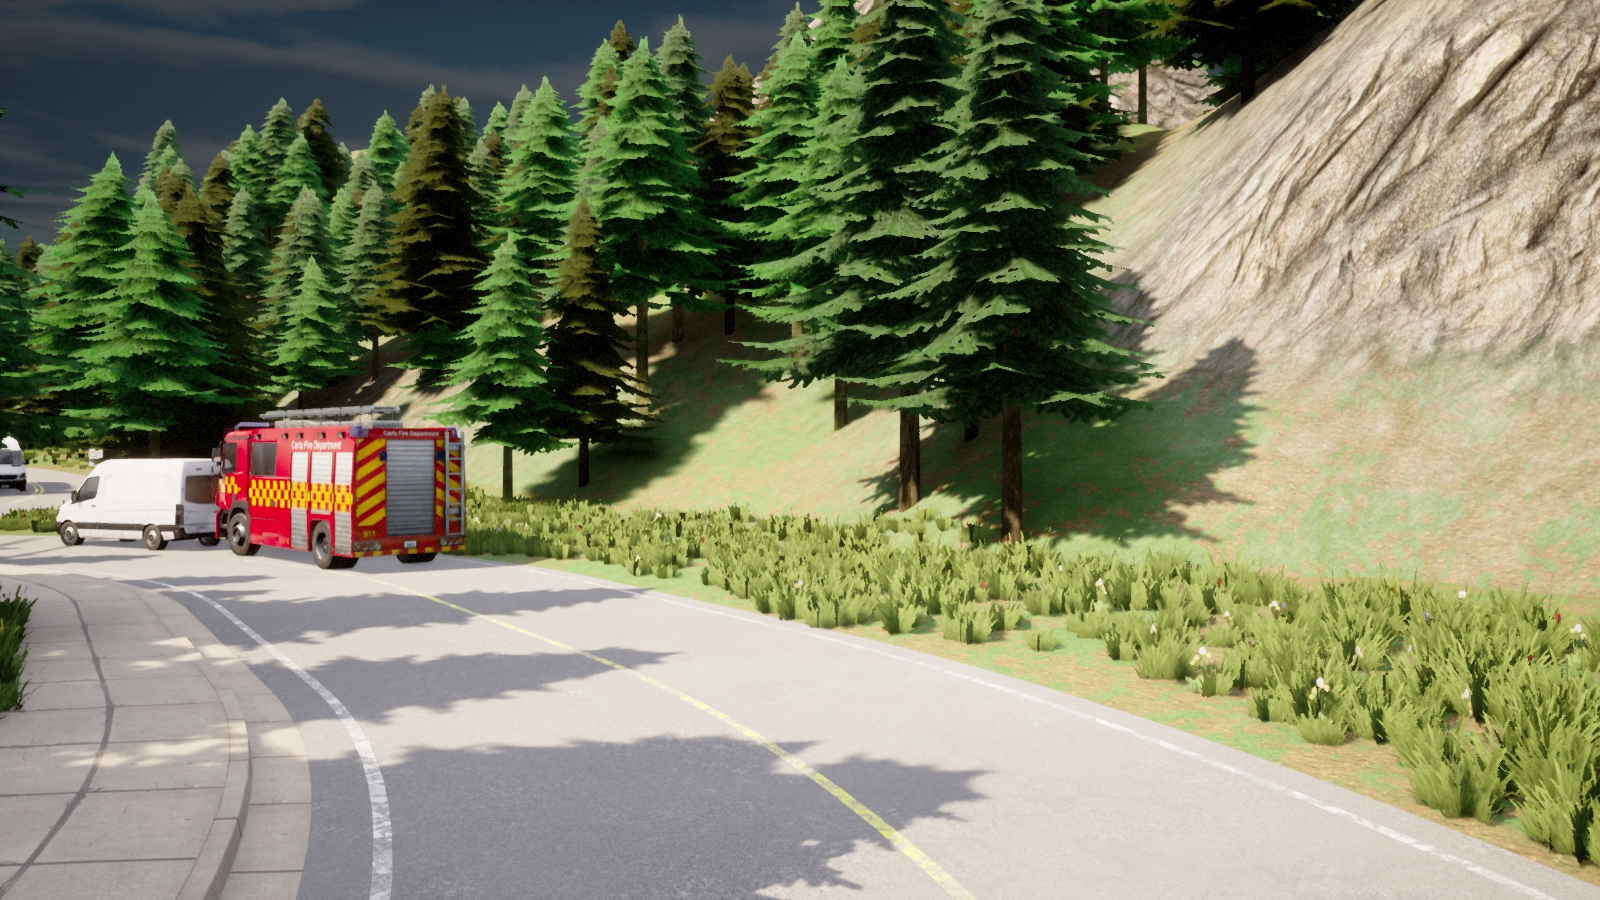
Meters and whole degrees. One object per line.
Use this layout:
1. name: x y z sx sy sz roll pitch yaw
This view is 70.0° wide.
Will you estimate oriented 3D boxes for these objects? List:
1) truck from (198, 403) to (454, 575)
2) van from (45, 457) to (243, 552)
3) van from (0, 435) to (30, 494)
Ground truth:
1. truck: -12.411 0.865 29.405 8.468 3.827 2.891 0 0 43
2. van: -19.222 1.509 33.432 5.915 2.561 1.988 0 0 25
3. van: -41.241 0.684 58.714 1.988 2.561 5.915 0 4 -41
